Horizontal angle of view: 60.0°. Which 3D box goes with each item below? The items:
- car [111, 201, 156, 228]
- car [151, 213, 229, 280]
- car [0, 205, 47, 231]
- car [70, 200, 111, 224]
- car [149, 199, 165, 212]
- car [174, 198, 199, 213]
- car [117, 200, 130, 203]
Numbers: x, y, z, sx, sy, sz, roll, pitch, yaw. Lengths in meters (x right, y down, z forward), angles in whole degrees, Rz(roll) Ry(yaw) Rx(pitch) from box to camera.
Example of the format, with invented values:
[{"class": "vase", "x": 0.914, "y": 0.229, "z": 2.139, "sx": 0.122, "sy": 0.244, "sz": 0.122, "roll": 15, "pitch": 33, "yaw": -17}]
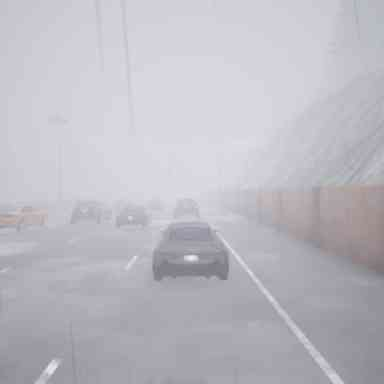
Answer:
[{"class": "car", "x": -3.823, "y": 1.554, "z": 22.389, "sx": 1.994, "sy": 1.385, "sz": 4.181, "roll": 0, "pitch": 0, "yaw": -1}, {"class": "car", "x": -0.067, "y": 1.548, "z": 9.961, "sx": 1.994, "sy": 1.385, "sz": 4.181, "roll": 0, "pitch": 0, "yaw": -1}, {"class": "car", "x": -10.789, "y": 1.518, "z": 20.702, "sx": 1.882, "sy": 1.535, "sz": 5.008, "roll": 0, "pitch": 0, "yaw": -1}, {"class": "car", "x": -7.377, "y": 1.361, "z": 24.862, "sx": 2.097, "sy": 1.767, "sz": 4.553, "roll": 0, "pitch": 0, "yaw": -1}, {"class": "car", "x": -4.139, "y": 1.515, "z": 37.833, "sx": 2.033, "sy": 1.411, "sz": 5.357, "roll": 0, "pitch": 0, "yaw": -1}, {"class": "car", "x": -0.471, "y": 1.308, "z": 29.631, "sx": 2.097, "sy": 1.767, "sz": 4.553, "roll": 0, "pitch": 0, "yaw": -1}, {"class": "car", "x": -7.641, "y": 1.556, "z": 37.762, "sx": 1.994, "sy": 1.385, "sz": 4.181, "roll": 0, "pitch": 0, "yaw": -1}]
